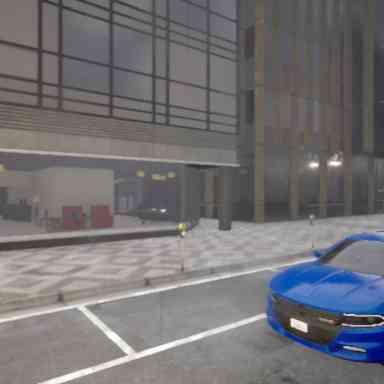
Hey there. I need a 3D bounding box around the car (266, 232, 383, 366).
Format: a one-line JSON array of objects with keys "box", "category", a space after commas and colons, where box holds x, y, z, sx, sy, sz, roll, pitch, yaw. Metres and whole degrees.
[{"box": [3.433, 1.478, 5.820, 5.008, 1.535, 1.882, 0, 0, -36], "category": "car"}]
